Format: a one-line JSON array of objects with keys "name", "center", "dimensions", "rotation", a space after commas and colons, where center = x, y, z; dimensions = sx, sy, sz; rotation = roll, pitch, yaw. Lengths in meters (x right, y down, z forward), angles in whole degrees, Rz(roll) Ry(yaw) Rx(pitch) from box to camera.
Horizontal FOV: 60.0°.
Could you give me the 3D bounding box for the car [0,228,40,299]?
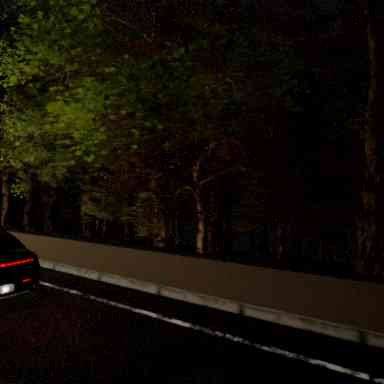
[{"name": "car", "center": [-5.364, 1.497, 7.495], "dimensions": [4.892, 1.490, 1.837], "rotation": [1, 0, 36]}]
